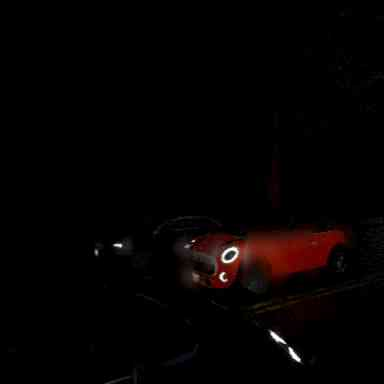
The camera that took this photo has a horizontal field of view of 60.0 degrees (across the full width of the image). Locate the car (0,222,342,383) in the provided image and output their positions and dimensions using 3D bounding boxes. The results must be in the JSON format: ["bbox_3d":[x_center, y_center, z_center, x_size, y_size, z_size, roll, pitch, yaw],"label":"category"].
[{"bbox_3d":[-1.183,1.344,2.444,4.553,1.767,2.097,0,0,-35],"label":"car"}]

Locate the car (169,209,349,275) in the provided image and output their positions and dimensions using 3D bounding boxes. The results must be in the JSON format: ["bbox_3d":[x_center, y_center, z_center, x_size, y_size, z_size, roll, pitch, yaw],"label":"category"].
[{"bbox_3d":[1.966,1.317,8.670,4.553,1.767,2.097,0,0,-32],"label":"car"}]

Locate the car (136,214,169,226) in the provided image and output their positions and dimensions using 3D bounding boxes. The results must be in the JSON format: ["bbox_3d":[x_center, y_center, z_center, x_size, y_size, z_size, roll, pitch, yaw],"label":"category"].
[{"bbox_3d":[-0.665,1.458,10.857,4.902,1.511,2.128,0,0,-33],"label":"car"}]
